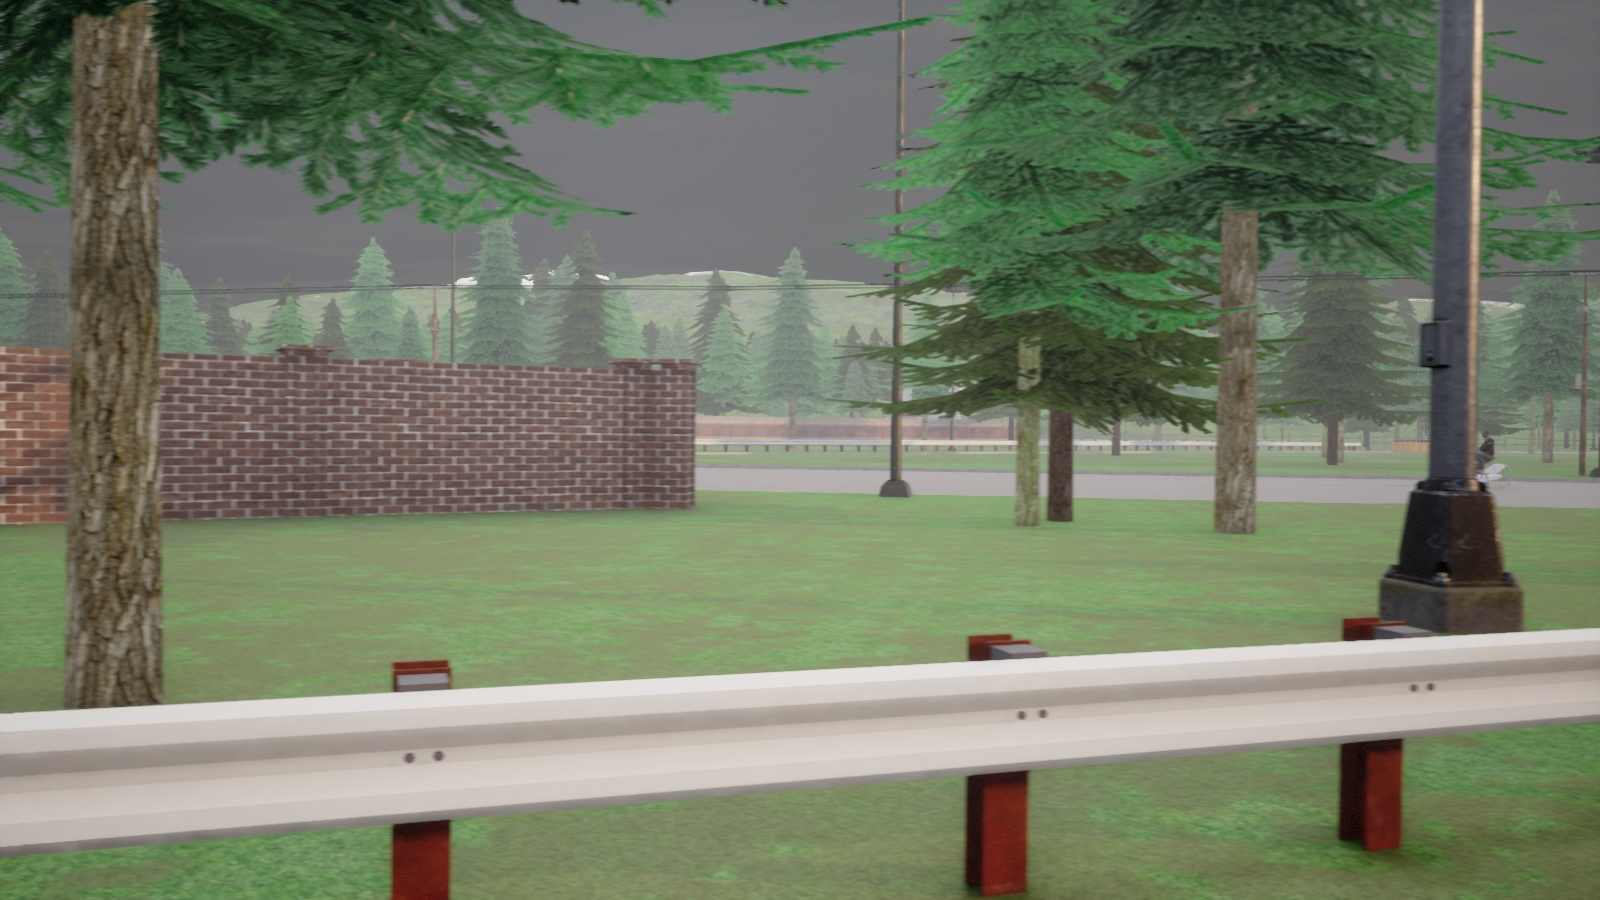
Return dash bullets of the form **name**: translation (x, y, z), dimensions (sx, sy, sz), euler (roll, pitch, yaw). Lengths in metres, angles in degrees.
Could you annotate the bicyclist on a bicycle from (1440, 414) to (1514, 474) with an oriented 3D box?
- **bicyclist on a bicycle**: translation (20.325, -0.172, 37.708), dimensions (1.843, 1.776, 0.659), euler (0, 1, 11)
